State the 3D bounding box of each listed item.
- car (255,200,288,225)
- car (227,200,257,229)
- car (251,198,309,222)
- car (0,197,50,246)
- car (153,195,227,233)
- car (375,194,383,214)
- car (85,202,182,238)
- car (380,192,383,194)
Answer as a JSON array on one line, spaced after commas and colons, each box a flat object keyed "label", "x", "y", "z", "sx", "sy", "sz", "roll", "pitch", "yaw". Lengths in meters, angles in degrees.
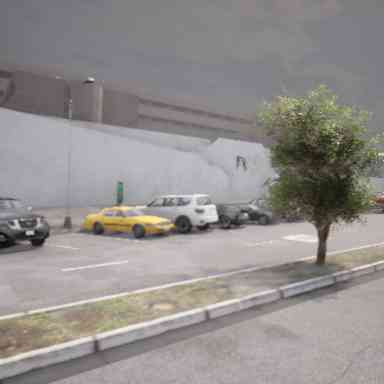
[{"label": "car", "x": 3.784, "y": 1.443, "z": 22.939, "sx": 4.674, "sy": 1.452, "sz": 2.002, "roll": -1, "pitch": -1, "yaw": 35}, {"label": "car", "x": 1.307, "y": 1.457, "z": 21.203, "sx": 4.792, "sy": 1.488, "sz": 2.163, "roll": -1, "pitch": 0, "yaw": 35}, {"label": "car", "x": 6.200, "y": 1.241, "z": 24.696, "sx": 4.553, "sy": 1.767, "sz": 2.185, "roll": -1, "pitch": -1, "yaw": 35}, {"label": "car", "x": -8.425, "y": 1.240, "z": 14.213, "sx": 5.566, "sy": 2.045, "sz": 2.435, "roll": -1, "pitch": -1, "yaw": 35}, {"label": "car", "x": -1.139, "y": 1.200, "z": 19.464, "sx": 5.566, "sy": 2.045, "sz": 2.435, "roll": -1, "pitch": 0, "yaw": 35}, {"label": "car", "x": 16.031, "y": 1.237, "z": 31.626, "sx": 4.792, "sy": 1.488, "sz": 2.163, "roll": -1, "pitch": 0, "yaw": 35}, {"label": "car", "x": -3.406, "y": 1.463, "z": 17.603, "sx": 5.366, "sy": 1.575, "sz": 1.946, "roll": -1, "pitch": -1, "yaw": 35}, {"label": "car", "x": 18.471, "y": 0.917, "z": 33.371, "sx": 5.566, "sy": 2.045, "sz": 2.435, "roll": -1, "pitch": -1, "yaw": 35}]
